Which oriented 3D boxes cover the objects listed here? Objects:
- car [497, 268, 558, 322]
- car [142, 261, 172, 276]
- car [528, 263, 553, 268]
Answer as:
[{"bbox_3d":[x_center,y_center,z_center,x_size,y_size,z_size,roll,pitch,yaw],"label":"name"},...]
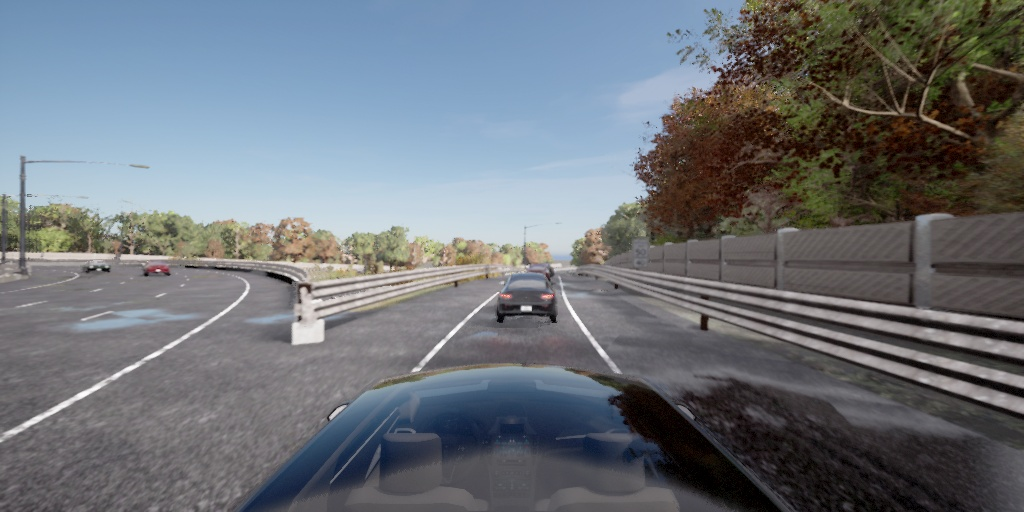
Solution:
[{"bbox_3d":[0.538,1.288,12.200,1.812,1.442,4.674,0,0,3],"label":"car"},{"bbox_3d":[-36.237,1.239,36.569,4.674,1.442,1.812,0,0,42],"label":"car"},{"bbox_3d":[1.931,1.329,27.033,1.812,1.442,4.674,0,-1,7],"label":"car"}]
